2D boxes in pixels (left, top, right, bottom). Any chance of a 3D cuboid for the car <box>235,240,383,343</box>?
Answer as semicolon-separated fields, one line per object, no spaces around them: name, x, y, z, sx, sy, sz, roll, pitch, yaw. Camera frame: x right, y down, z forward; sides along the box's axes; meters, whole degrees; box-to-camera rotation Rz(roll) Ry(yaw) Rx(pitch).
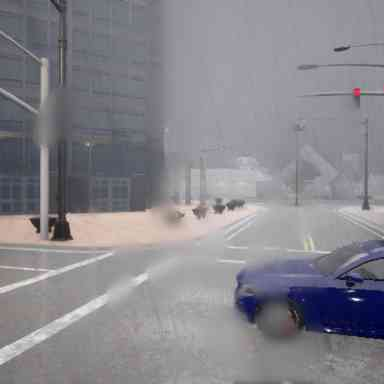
car;3.033;1.522;5.301;4.674;1.442;1.812;0;0;17

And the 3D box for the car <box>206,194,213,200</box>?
car;3.895;1.207;84.155;2.128;1.511;4.902;0;0;20
